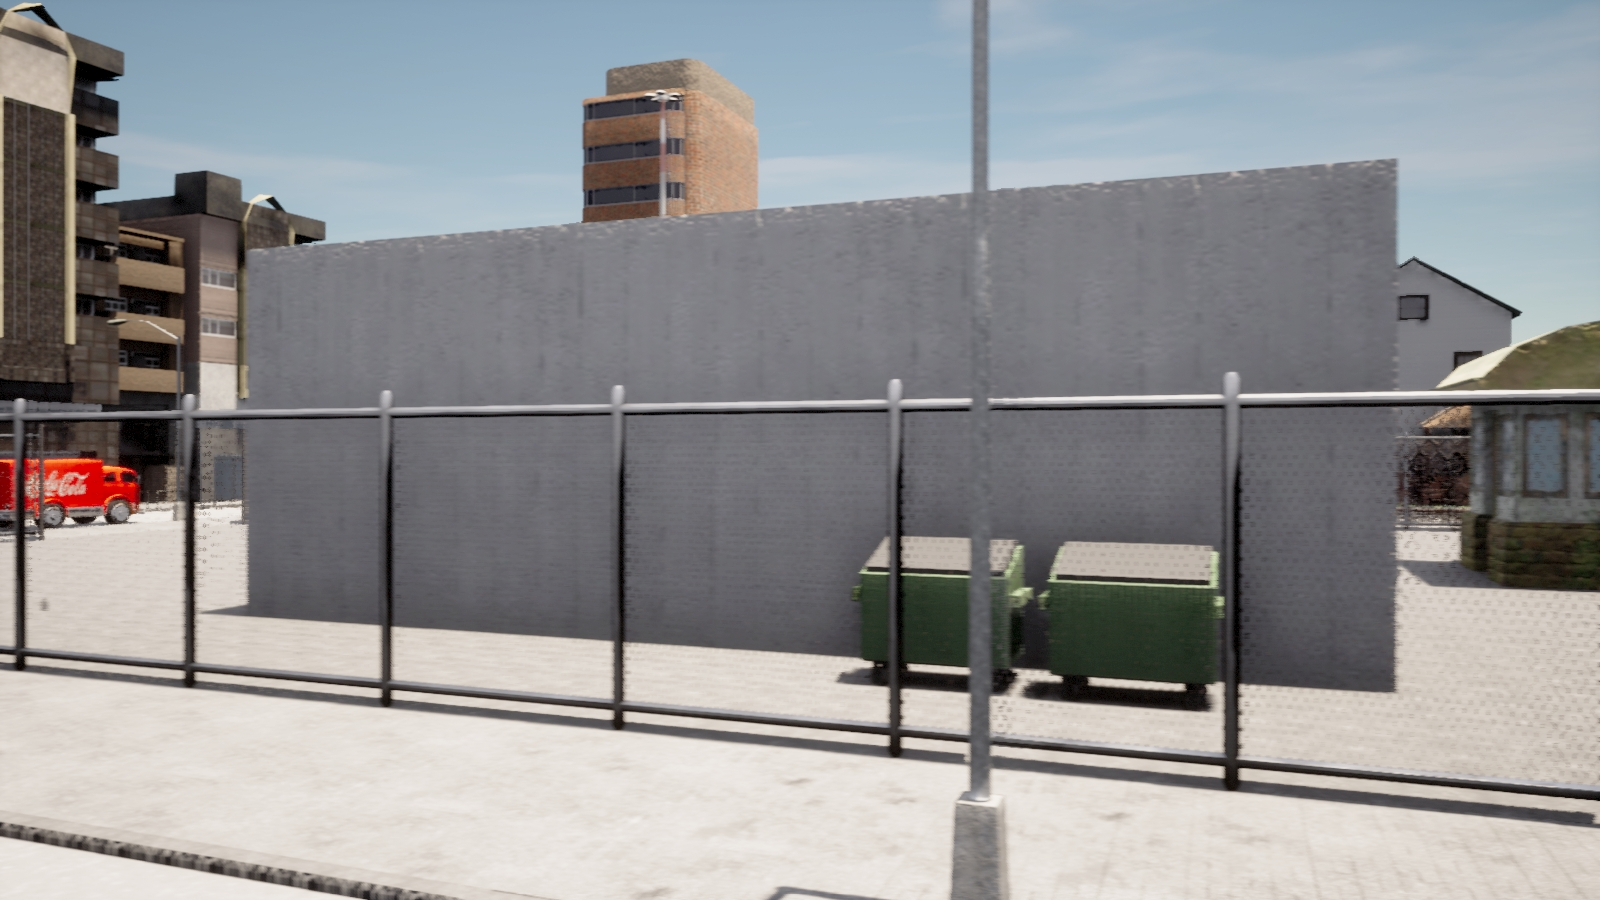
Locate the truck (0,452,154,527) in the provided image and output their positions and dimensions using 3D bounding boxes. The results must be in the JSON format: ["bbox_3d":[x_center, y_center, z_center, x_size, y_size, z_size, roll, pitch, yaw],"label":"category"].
[{"bbox_3d":[-26.486,1.325,41.043,2.627,2.467,5.204,0,0,22],"label":"truck"}]
